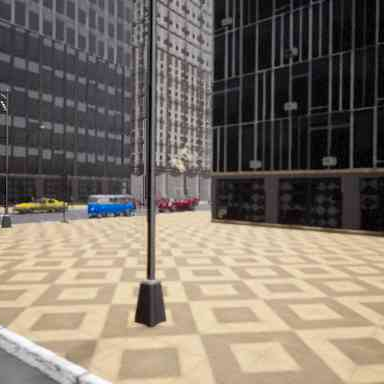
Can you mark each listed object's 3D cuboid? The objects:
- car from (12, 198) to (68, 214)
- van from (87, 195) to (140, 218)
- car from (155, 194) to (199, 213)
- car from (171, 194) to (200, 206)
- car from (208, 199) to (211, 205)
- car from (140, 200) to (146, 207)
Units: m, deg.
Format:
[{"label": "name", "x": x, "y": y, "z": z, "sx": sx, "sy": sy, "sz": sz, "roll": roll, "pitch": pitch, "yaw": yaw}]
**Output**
[{"label": "car", "x": -13.854, "y": 1.206, "z": 30.602, "sx": 1.752, "sy": 1.417, "sz": 4.829, "roll": 1, "pitch": 0, "yaw": 38}, {"label": "van", "x": -6.479, "y": 1.128, "z": 26.856, "sx": 1.690, "sy": 1.788, "sz": 3.998, "roll": 1, "pitch": 0, "yaw": 38}, {"label": "car", "x": -1.490, "y": 1.236, "z": 33.465, "sx": 1.967, "sy": 1.590, "sz": 4.097, "roll": 1, "pitch": 0, "yaw": 38}, {"label": "car", "x": -0.890, "y": 1.152, "z": 47.088, "sx": 1.967, "sy": 1.590, "sz": 4.097, "roll": 1, "pitch": 0, "yaw": 38}, {"label": "car", "x": 4.285, "y": 1.245, "z": 49.642, "sx": 2.128, "sy": 1.511, "sz": 4.902, "roll": 1, "pitch": 0, "yaw": 38}, {"label": "car", "x": -7.715, "y": 1.277, "z": 38.299, "sx": 1.802, "sy": 1.307, "sz": 4.206, "roll": 1, "pitch": 0, "yaw": 38}]
